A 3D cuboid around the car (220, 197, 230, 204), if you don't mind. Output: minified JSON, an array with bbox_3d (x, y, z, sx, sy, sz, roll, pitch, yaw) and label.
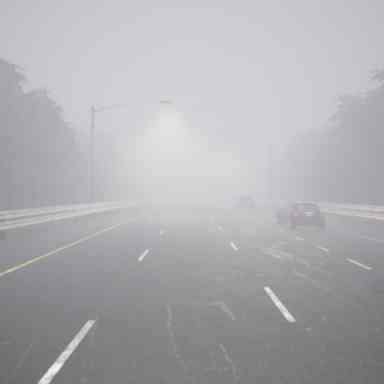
[{"bbox_3d":[7.289,1.870,74.307,1.882,1.535,5.008,0,0,0],"label":"car"}]

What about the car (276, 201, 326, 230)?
[{"bbox_3d":[7.023,1.426,22.002,2.097,1.767,4.553,0,0,0],"label":"car"}]

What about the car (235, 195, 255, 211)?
[{"bbox_3d":[7.101,1.428,44.988,2.150,2.045,5.566,0,0,0],"label":"car"}]
